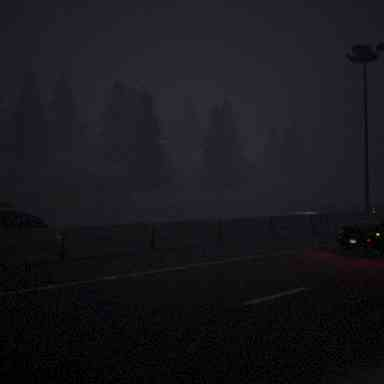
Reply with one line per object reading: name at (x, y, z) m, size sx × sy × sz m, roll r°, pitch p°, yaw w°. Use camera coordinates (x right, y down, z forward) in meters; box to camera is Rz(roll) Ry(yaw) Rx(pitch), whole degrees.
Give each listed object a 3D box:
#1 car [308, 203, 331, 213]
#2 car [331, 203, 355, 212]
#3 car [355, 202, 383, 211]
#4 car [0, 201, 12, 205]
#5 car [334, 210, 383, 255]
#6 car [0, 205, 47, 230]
car at (18.980, 2.218, 47.623) m, size 5.357 × 1.411 × 2.033 m, roll 2°, pitch -1°, yaw -35°
car at (21.320, 2.243, 44.991) m, size 4.181 × 1.385 × 1.994 m, roll 2°, pitch -1°, yaw -35°
car at (23.209, 2.025, 42.037) m, size 4.553 × 1.767 × 2.097 m, roll 2°, pitch -1°, yaw -35°
car at (-13.131, 1.360, 20.421) m, size 4.553 × 1.767 × 2.097 m, roll 0°, pitch 0°, yaw -36°
car at (7.833, 1.665, 13.639) m, size 4.674 × 1.442 × 1.812 m, roll 1°, pitch -1°, yaw -35°
car at (-9.076, 1.513, 14.715) m, size 4.892 × 1.490 × 1.837 m, roll 1°, pitch 0°, yaw -36°
